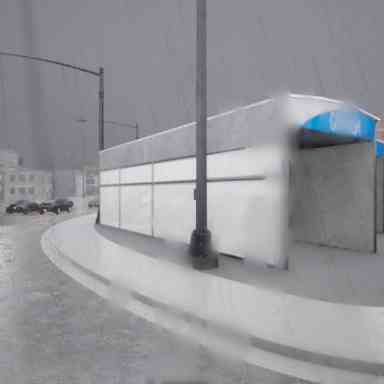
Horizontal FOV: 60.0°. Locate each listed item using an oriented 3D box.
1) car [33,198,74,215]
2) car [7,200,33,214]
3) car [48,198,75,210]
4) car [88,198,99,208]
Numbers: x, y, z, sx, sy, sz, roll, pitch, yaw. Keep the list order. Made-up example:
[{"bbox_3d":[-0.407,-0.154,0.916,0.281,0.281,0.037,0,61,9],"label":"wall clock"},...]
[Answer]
[{"bbox_3d":[-14.101,1.503,34.469,1.837,1.490,4.892,0,0,1],"label":"car"},{"bbox_3d":[-17.579,1.562,35.206,1.994,1.385,4.181,0,0,3],"label":"car"},{"bbox_3d":[-17.652,1.535,45.310,2.033,1.411,5.357,0,0,-6],"label":"car"},{"bbox_3d":[-12.816,1.550,47.428,1.994,1.385,4.181,0,0,25],"label":"car"}]
